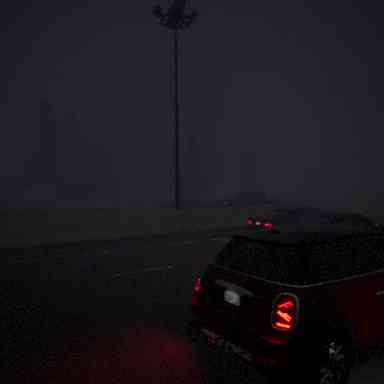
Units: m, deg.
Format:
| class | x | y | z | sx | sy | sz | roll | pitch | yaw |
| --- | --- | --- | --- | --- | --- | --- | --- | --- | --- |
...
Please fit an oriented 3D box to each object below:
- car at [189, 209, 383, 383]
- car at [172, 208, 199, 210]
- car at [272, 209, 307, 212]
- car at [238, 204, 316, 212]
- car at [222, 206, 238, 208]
| class | x | y | z | sx | sy | sz | roll | pitch | yaw |
| --- | --- | --- | --- | --- | --- | --- | --- | --- | --- |
| car | 2.266 | 1.297 | 5.258 | 4.553 | 1.767 | 2.097 | -1 | 1 | -33 |
| car | -1.018 | 1.289 | 36.159 | 4.674 | 1.442 | 1.812 | -1 | 0 | -29 |
| car | 5.079 | 1.405 | 11.258 | 4.674 | 1.442 | 1.812 | 0 | 0 | -31 |
| car | 5.060 | 1.396 | 15.685 | 5.357 | 1.411 | 2.033 | -1 | 0 | -29 |
| car | 5.241 | 1.270 | 27.648 | 4.892 | 1.490 | 1.837 | -1 | 0 | -29 |
